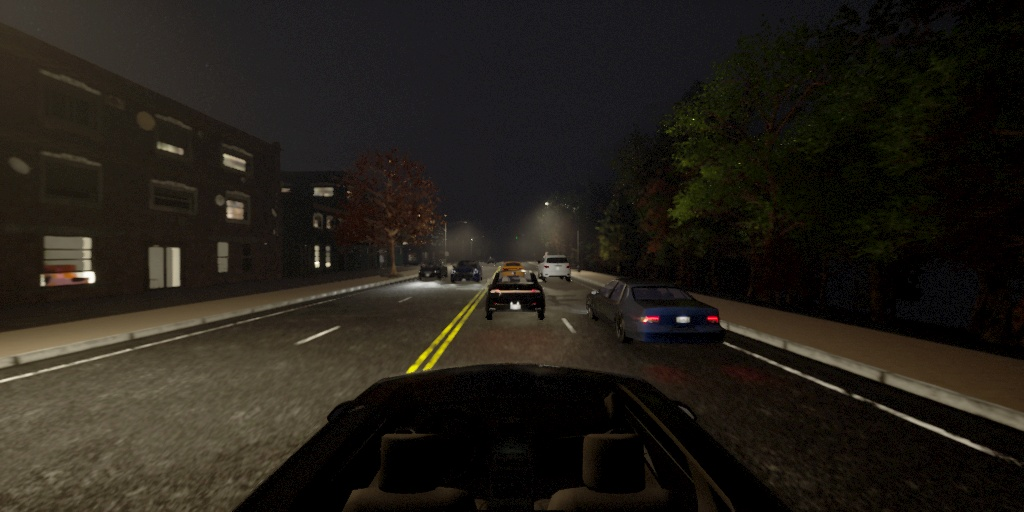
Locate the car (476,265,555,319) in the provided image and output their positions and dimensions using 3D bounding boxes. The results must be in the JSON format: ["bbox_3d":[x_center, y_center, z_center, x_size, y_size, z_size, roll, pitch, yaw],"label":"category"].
[{"bbox_3d":[0.100,1.236,12.684,2.128,1.511,4.902,0,0,0],"label":"car"}]

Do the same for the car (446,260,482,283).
[{"bbox_3d":[-3.366,1.089,27.270,2.097,1.767,4.553,0,0,0],"label":"car"}]

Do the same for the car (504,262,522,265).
[{"bbox_3d":[0.066,1.213,31.085,1.882,1.535,5.008,0,0,0],"label":"car"}]

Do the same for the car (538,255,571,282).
[{"bbox_3d":[3.335,0.957,28.939,2.150,2.045,5.566,0,0,0],"label":"car"}]

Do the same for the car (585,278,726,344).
[{"bbox_3d":[3.350,1.293,9.530,2.033,1.411,5.357,0,0,0],"label":"car"}]

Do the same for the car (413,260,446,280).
[{"bbox_3d":[-6.628,1.227,30.584,2.128,1.511,4.902,0,0,0],"label":"car"}]
